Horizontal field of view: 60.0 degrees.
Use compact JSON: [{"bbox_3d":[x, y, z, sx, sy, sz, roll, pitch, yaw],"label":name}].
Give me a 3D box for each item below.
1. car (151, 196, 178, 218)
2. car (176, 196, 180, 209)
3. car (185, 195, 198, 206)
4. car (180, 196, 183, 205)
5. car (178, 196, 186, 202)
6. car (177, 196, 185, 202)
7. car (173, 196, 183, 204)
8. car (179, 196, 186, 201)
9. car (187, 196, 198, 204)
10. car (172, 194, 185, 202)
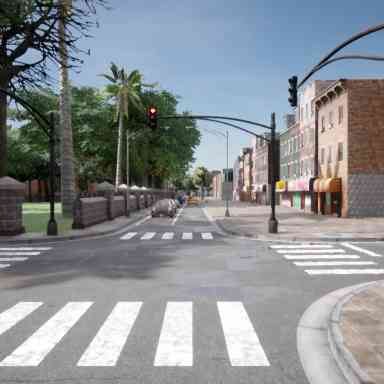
[{"bbox_3d":[-2.627,1.481,30.626,1.967,1.590,4.097,0,0,0],"label":"car"},{"bbox_3d":[-2.623,1.498,36.314,1.967,1.590,4.097,0,0,0],"label":"car"},{"bbox_3d":[0.130,1.627,59.511,1.882,1.535,5.008,0,0,0],"label":"car"},{"bbox_3d":[-2.619,1.679,47.692,1.802,1.307,4.206,0,0,0],"label":"car"},{"bbox_3d":[-2.601,1.861,87.512,2.008,1.369,4.403,-1,0,0],"label":"car"},{"bbox_3d":[-2.603,1.818,81.823,1.887,1.381,4.507,0,0,0],"label":"car"},{"bbox_3d":[-2.985,1.715,71.231,1.837,1.490,4.892,0,0,0],"label":"car"},{"bbox_3d":[-2.598,1.914,93.200,1.947,1.339,4.313,-1,0,0],"label":"car"},{"bbox_3d":[0.128,1.690,68.865,2.128,1.511,4.902,0,0,0],"label":"car"},{"bbox_3d":[-2.949,1.402,64.262,2.150,2.045,5.566,0,0,0],"label":"car"}]
